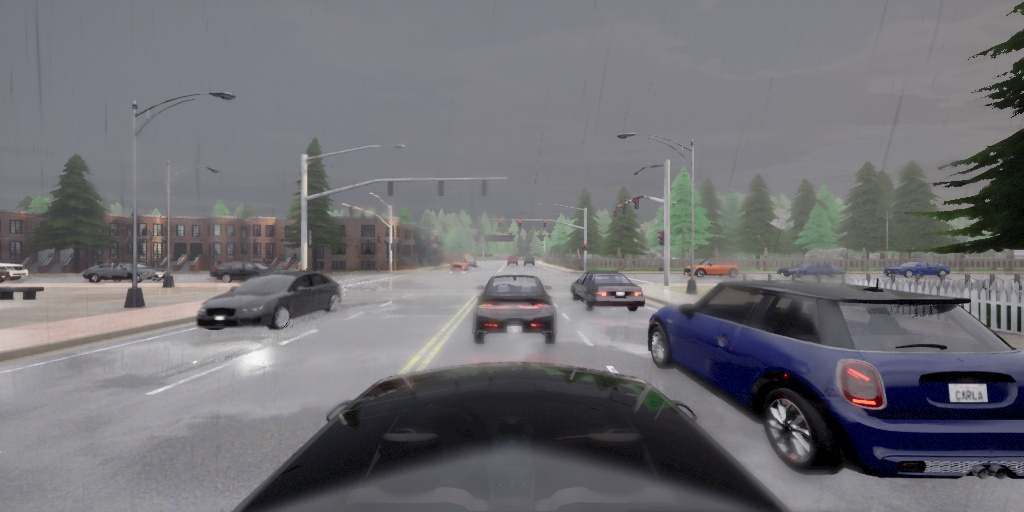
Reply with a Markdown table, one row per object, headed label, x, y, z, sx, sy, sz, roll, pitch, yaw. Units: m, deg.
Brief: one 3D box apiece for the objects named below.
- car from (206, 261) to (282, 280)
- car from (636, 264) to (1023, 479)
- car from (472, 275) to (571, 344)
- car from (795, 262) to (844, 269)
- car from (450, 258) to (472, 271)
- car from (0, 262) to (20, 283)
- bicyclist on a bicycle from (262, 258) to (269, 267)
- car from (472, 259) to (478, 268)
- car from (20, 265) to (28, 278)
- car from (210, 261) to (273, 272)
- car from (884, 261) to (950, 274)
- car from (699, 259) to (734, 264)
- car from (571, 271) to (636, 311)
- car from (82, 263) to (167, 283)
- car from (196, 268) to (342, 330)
| label | x | y | z | sx | sy | sz | roll | pitch | yaw |
| --- | --- | --- | --- | --- | --- | --- | --- | --- | --- |
| car | -22.820 | 1.228 | 30.656 | 5.008 | 1.535 | 1.882 | 0 | 0 | -1 |
| car | 3.607 | 1.102 | 4.958 | 2.097 | 1.767 | 4.553 | 0 | 0 | 0 |
| car | 0.076 | 1.242 | 9.549 | 2.128 | 1.511 | 4.902 | 0 | 0 | 1 |
| car | 28.289 | 1.297 | 33.933 | 5.357 | 1.411 | 2.033 | 0 | 0 | 1 |
| car | -7.014 | 1.102 | 48.342 | 2.097 | 1.767 | 4.553 | 0 | 0 | 0 |
| car | -39.175 | 1.228 | 25.224 | 5.008 | 1.535 | 1.882 | 0 | 0 | -18 |
| bicyclist on a bicycle | -28.748 | 1.053 | 41.670 | 0.582 | 1.620 | 1.656 | 0 | 0 | -1 |
| car | -6.971 | 1.276 | 60.760 | 1.812 | 1.442 | 4.674 | 0 | 0 | 0 |
| car | -42.179 | 0.971 | 27.894 | 5.566 | 2.045 | 2.150 | 0 | 0 | -21 |
| car | -19.510 | 1.228 | 27.219 | 5.008 | 1.535 | 1.882 | 0 | 0 | -1 |
| car | 38.167 | 1.228 | 33.901 | 5.008 | 1.535 | 1.882 | 0 | 0 | 0 |
| car | 18.764 | 1.102 | 33.963 | 4.553 | 1.767 | 2.097 | 0 | 0 | 0 |
| car | 3.606 | 1.297 | 14.376 | 2.033 | 1.411 | 5.357 | 0 | 0 | 0 |
| car | -29.007 | 1.241 | 26.946 | 4.902 | 1.511 | 2.128 | 0 | 0 | -4 |
| car | -7.081 | 1.255 | 11.115 | 1.837 | 1.490 | 4.892 | 0 | 0 | 0 |
